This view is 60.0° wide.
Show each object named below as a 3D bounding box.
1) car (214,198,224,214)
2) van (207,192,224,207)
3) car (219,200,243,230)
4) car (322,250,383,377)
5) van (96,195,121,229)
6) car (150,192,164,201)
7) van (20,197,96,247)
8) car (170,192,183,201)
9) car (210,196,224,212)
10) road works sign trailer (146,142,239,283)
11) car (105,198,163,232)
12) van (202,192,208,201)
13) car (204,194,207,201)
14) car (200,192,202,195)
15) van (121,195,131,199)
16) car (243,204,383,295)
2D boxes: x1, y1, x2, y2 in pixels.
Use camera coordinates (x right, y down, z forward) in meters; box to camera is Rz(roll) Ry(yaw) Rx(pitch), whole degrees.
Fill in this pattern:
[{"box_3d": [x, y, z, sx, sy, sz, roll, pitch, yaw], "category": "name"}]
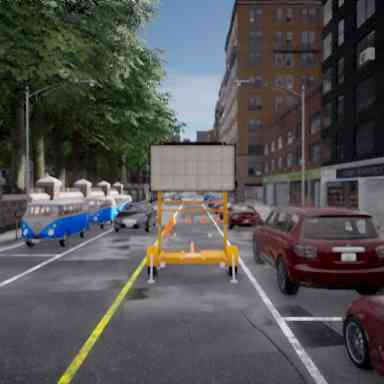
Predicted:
[{"box_3d": [2.895, 1.379, 25.447, 1.802, 1.307, 4.206, 0, 0, 0], "category": "car"}, {"box_3d": [2.911, 1.041, 36.765, 1.690, 1.788, 3.998, 0, 1, 0], "category": "van"}, {"box_3d": [2.886, 1.389, 19.786, 1.887, 1.381, 4.507, 0, 0, 0], "category": "car"}, {"box_3d": [2.859, 1.560, 2.805, 1.802, 1.307, 4.206, 0, 0, 0], "category": "car"}, {"box_3d": [-5.640, 1.185, 19.772, 1.690, 1.788, 3.998, 0, 0, 0], "category": "van"}, {"box_3d": [-5.587, 0.863, 53.719, 2.192, 1.841, 5.009, 0, 1, 0], "category": "car"}, {"box_3d": [-5.649, 1.231, 14.115, 1.690, 1.788, 3.998, 0, 0, 0], "category": "van"}, {"box_3d": [-2.901, 0.953, 64.210, 2.128, 1.511, 4.902, 0, 1, 0], "category": "car"}, {"box_3d": [2.903, 1.331, 31.107, 1.802, 1.307, 4.206, 0, 0, 0], "category": "car"}, {"box_3d": [0.015, 0.391, 9.416, 2.380, 3.560, 2.880, 0, 0, 0], "category": "road works sign trailer"}, {"box_3d": [-3.071, 1.344, 18.761, 2.128, 1.511, 4.902, 0, 0, 0], "category": "car"}, {"box_3d": [2.938, 0.889, 53.746, 1.690, 1.788, 3.998, 0, 1, 0], "category": "van"}, {"box_3d": [2.921, 1.195, 42.427, 1.887, 1.381, 4.507, 0, 1, 0], "category": "car"}, {"box_3d": [2.947, 1.060, 59.408, 1.947, 1.339, 4.313, 0, 1, 0], "category": "car"}, {"box_3d": [-5.631, 1.138, 25.430, 1.690, 1.788, 3.998, 0, 0, 0], "category": "van"}, {"box_3d": [2.867, 1.249, 8.464, 2.192, 1.841, 5.009, 0, 0, 0], "category": "car"}]
